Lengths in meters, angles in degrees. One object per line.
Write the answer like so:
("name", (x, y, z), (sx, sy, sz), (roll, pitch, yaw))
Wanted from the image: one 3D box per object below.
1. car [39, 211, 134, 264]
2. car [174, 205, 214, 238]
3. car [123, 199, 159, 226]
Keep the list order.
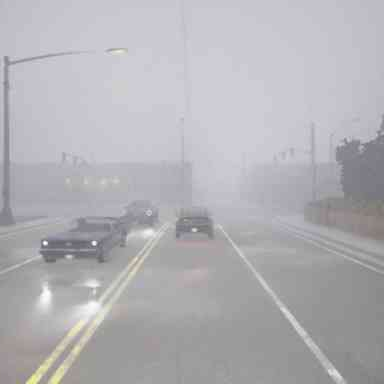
("car", (-3.563, 1.576, 11.883), (1.895, 1.301, 4.718), (0, 0, 0))
("car", (0.111, 1.468, 17.473), (1.837, 1.490, 4.892), (0, 0, 0))
("car", (-3.480, 1.304, 22.740), (2.097, 1.767, 4.553), (0, 0, 0))
